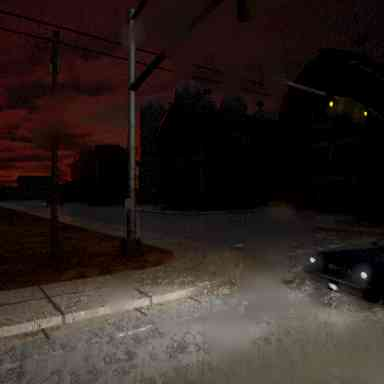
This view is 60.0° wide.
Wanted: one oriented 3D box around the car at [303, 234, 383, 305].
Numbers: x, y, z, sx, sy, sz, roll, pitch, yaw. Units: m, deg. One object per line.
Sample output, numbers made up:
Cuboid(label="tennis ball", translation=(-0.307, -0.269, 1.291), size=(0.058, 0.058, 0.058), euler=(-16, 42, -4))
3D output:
Cuboid(label="car", translation=(4.934, 1.592, 7.389), size=(4.718, 1.301, 1.895), euler=(0, 0, -18))

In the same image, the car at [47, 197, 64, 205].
Cuboid(label="car", translation=(-23.347, 1.545, 56.655), size=(1.994, 1.385, 4.181), euler=(0, 0, -36))

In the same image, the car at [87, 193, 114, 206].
Cuboid(label="car", translation=(-13.815, 1.128, 50.585), size=(3.866, 1.878, 1.905), euler=(-2, 5, 11))
